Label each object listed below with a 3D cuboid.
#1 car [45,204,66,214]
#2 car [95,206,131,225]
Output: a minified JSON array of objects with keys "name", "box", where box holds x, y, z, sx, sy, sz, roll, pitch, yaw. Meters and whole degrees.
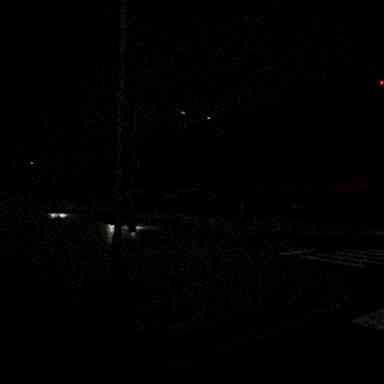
[{"name":"car","box":[-18.942,2.312,46.166,1.994,1.385,4.181,2,-2,-35]},{"name":"car","box":[-6.897,1.949,29.112,1.882,1.535,5.008,2,-2,-35]}]
